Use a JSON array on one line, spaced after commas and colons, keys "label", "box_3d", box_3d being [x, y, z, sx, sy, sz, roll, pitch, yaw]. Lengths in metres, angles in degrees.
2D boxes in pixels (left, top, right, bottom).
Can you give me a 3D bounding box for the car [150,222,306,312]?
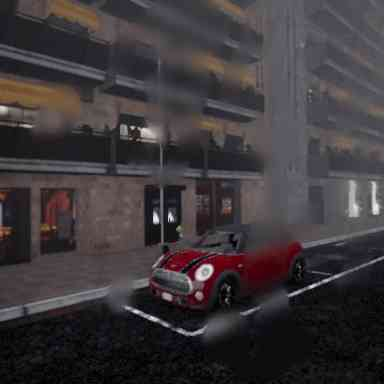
[{"label": "car", "box_3d": [0.967, 1.532, 7.935, 4.097, 1.590, 1.967, 0, -1, -43]}]
